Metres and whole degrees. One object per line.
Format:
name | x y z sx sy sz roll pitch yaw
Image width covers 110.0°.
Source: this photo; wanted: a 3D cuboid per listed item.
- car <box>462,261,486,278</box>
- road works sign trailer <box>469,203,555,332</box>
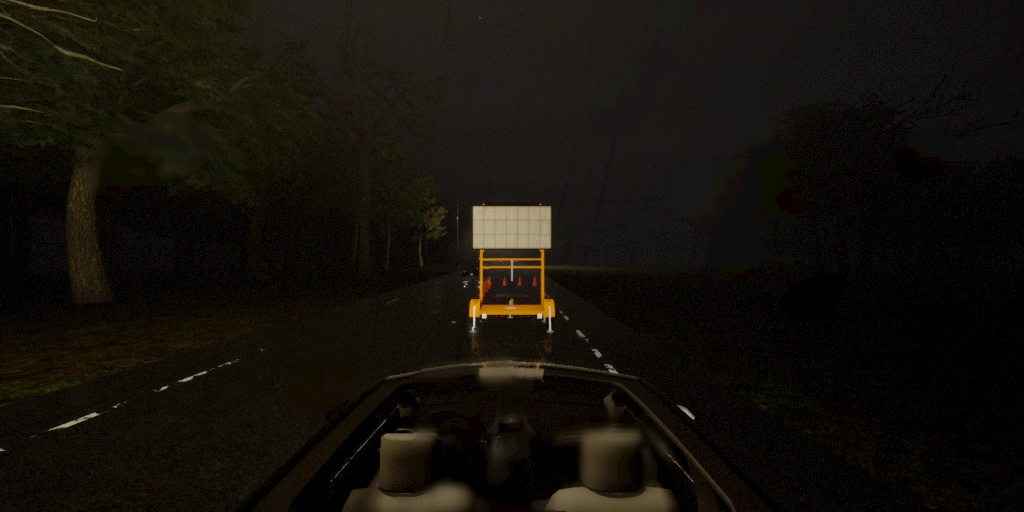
car | -3.493 1.214 33.646 2.033 1.411 5.357 0 0 0
road works sign trailer | 0.002 0.210 10.797 2.380 3.560 2.880 0 0 0
